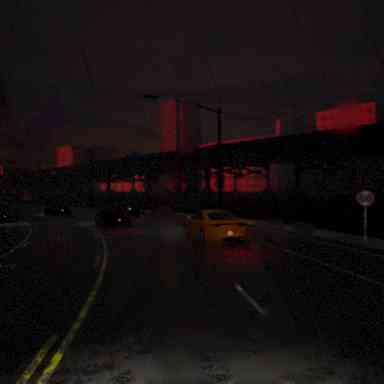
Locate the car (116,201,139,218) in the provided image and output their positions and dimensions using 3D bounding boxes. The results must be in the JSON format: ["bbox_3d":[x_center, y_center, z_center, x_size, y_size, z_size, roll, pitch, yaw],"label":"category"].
[{"bbox_3d":[-7.020,1.669,33.243,2.097,1.767,4.553,-1,0,-33],"label":"car"}]

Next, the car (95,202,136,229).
[{"bbox_3d":[-5.820,1.730,24.197,1.882,1.535,5.008,0,-1,-25],"label":"car"}]

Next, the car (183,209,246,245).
[{"bbox_3d":[0.931,1.591,16.332,1.882,1.535,5.008,0,0,-16],"label":"car"}]

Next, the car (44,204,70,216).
[{"bbox_3d":[-15.897,2.065,39.104,1.994,1.385,4.181,-1,0,-39],"label":"car"}]

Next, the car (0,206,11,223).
[{"bbox_3d":[-17.598,1.998,29.821,1.837,1.490,4.892,-1,-1,-37],"label":"car"}]
